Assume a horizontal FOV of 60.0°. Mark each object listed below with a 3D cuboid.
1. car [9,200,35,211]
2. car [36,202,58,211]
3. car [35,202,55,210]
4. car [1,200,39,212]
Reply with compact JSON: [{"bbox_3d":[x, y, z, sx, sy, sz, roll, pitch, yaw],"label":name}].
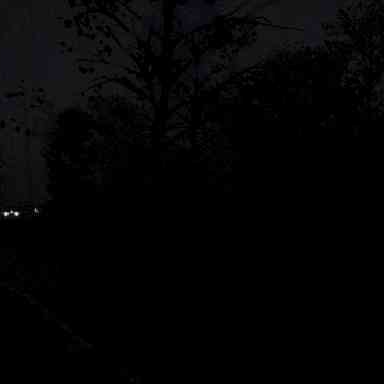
[{"bbox_3d":[-27.325,2.135,53.711,2.097,1.767,4.553,0,-2,-3],"label":"car"},{"bbox_3d":[-23.894,2.380,54.851,1.994,1.385,4.181,0,-2,-3],"label":"car"},{"bbox_3d":[-27.749,2.600,62.798,1.837,1.490,4.892,0,-2,-3],"label":"car"},{"bbox_3d":[-23.443,2.050,45.650,2.033,1.411,5.357,0,-2,-2],"label":"car"}]
